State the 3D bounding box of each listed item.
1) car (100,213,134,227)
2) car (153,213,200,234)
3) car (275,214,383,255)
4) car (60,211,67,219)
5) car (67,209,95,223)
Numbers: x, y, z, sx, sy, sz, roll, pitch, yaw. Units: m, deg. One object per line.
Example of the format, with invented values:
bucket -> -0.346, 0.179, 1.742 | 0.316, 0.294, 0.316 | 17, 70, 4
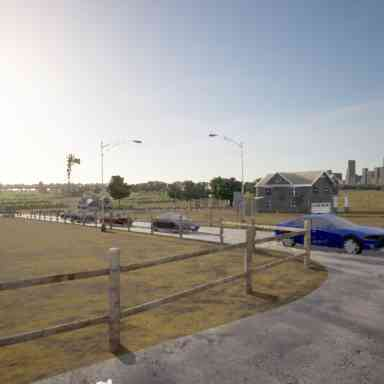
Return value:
car -> -7.704, 2.829, 34.072 | 1.895, 1.301, 4.718 | 0, -2, -36
car -> -1.308, 2.308, 25.121 | 1.812, 1.442, 4.674 | 0, -2, -36
car -> 6.038, 1.759, 14.855 | 1.882, 1.535, 5.008 | 0, -3, -36
car -> -21.907, 3.999, 58.984 | 1.994, 1.385, 4.181 | 0, -2, -36
car -> -14.230, 3.049, 43.246 | 2.097, 1.767, 4.553 | 0, -2, -35
